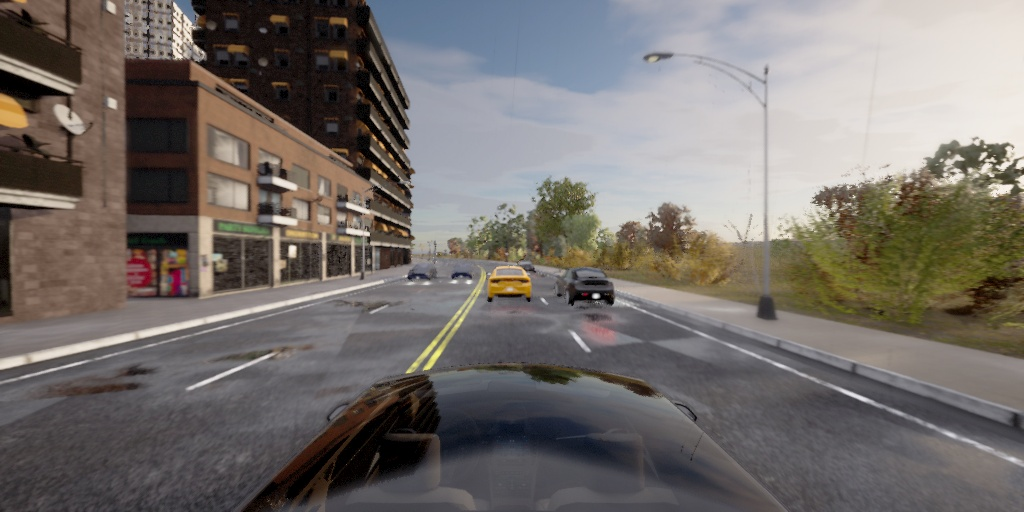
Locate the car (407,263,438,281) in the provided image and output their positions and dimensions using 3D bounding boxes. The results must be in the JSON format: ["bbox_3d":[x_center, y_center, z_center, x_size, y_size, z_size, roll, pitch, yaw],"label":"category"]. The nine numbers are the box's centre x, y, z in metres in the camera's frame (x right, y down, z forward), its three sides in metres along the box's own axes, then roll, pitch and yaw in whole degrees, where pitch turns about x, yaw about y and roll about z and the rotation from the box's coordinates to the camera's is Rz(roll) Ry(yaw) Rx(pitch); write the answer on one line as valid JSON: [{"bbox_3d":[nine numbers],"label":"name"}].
[{"bbox_3d":[-7.481,1.318,30.519,2.033,1.411,5.357,0,0,-3],"label":"car"}]

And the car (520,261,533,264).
[{"bbox_3d":[1.601,1.261,42.689,1.812,1.442,4.674,0,0,-5],"label":"car"}]

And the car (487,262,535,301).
[{"bbox_3d":[-0.166,1.231,17.344,1.882,1.535,5.008,0,0,-2],"label":"car"}]

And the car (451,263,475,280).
[{"bbox_3d":[-4.320,1.308,32.078,2.033,1.411,5.357,0,0,-3],"label":"car"}]

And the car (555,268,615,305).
[{"bbox_3d":[3.114,1.251,15.984,1.837,1.490,4.892,0,0,-2],"label":"car"}]
